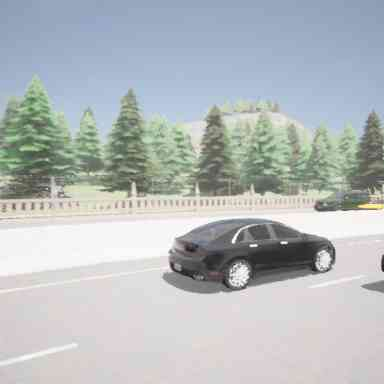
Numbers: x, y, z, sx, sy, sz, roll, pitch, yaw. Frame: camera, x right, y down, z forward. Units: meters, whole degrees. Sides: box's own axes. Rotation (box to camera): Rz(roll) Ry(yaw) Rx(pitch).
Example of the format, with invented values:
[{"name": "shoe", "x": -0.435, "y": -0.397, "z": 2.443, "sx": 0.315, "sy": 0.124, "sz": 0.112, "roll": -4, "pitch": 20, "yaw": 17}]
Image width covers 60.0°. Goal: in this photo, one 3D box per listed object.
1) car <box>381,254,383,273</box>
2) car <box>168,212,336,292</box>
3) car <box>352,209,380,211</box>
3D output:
[{"name": "car", "x": 6.564, "y": 1.539, "z": 7.585, "sx": 4.718, "sy": 1.301, "sz": 1.895, "roll": 0, "pitch": 0, "yaw": -29}, {"name": "car", "x": 1.750, "y": 1.442, "z": 8.790, "sx": 4.892, "sy": 1.490, "sz": 1.837, "roll": 0, "pitch": 0, "yaw": -31}, {"name": "car", "x": 15.981, "y": 1.269, "z": 27.417, "sx": 5.008, "sy": 1.535, "sz": 1.882, "roll": 0, "pitch": 0, "yaw": -21}]
